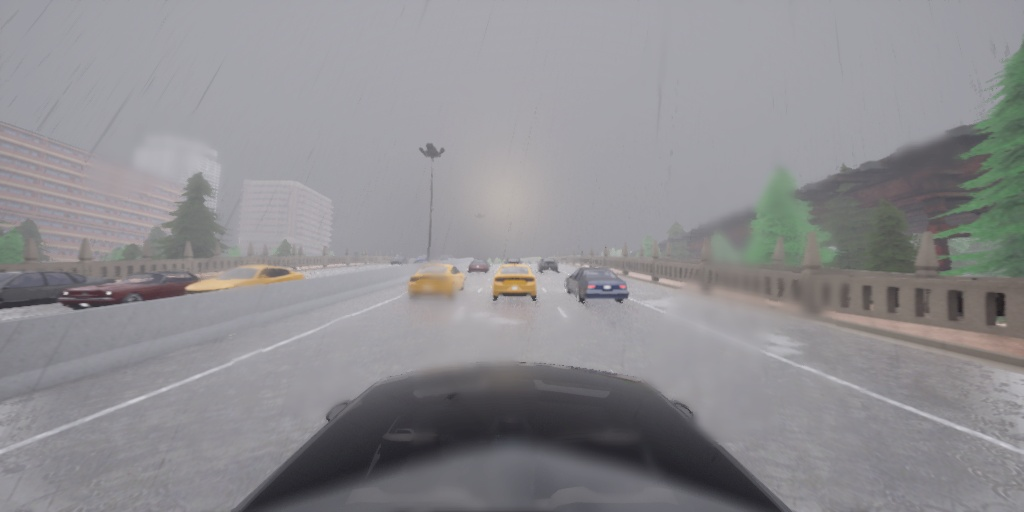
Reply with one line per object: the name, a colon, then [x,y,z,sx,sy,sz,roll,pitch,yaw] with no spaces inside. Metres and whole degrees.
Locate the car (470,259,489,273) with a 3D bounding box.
car: [-3.367,0.973,37.272,1.994,1.385,4.181,0,1,0]

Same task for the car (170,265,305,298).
car: [-10.589,1.148,14.675,1.882,1.535,5.008,0,1,0]

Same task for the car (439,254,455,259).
car: [-10.499,0.525,57.595,2.097,1.767,4.553,0,0,1]

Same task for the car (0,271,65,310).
car: [-17.591,1.238,12.832,2.033,1.411,5.357,0,1,0]

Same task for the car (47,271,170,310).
car: [-14.089,1.278,14.028,1.895,1.301,4.718,0,1,0]

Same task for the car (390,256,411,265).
car: [-17.489,0.730,56.464,2.033,1.411,5.357,0,1,1]

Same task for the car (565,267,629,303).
car: [3.611,1.204,16.079,2.033,1.411,5.357,0,1,0]

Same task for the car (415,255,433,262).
car: [-13.996,0.654,57.177,1.882,1.535,5.008,0,1,1]

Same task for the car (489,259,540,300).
car: [0.112,1.122,17.044,1.882,1.535,5.008,0,1,0]

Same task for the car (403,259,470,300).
car: [-3.389,1.122,17.031,1.882,1.535,5.008,0,1,0]

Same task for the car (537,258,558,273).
car: [3.633,0.919,36.918,1.837,1.490,4.892,0,1,0]
